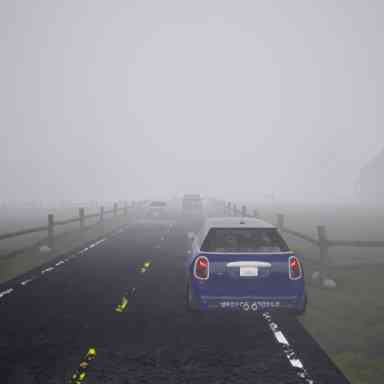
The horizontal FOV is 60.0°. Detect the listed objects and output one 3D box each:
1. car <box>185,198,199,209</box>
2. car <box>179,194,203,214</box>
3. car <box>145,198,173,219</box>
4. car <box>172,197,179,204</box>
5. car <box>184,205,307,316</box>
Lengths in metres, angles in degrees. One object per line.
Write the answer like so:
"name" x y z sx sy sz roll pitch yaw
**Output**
"car" -0.040 1.537 46.361 1.812 1.442 4.674 0 0 0
"car" 0.002 1.226 35.716 2.150 2.045 5.566 0 0 0
"car" -2.906 1.526 28.940 1.812 1.442 4.674 0 0 0
"car" -2.863 1.547 58.300 1.812 1.442 4.674 0 0 0
"car" 0.947 1.349 7.682 2.097 1.767 4.553 0 0 0
